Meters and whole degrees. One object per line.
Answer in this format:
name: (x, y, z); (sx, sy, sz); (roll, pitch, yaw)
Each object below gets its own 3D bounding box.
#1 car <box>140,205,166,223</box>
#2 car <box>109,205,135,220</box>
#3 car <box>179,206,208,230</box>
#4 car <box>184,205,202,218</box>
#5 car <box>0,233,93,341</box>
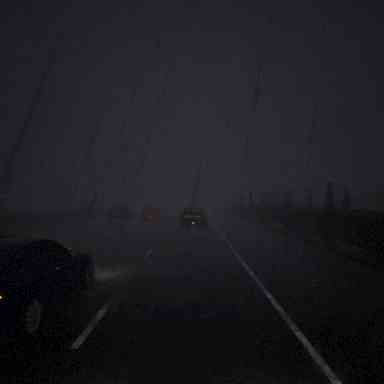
car: (-3.400, 1.902, 29.701); (1.882, 1.535, 5.008); (0, -1, 0)
car: (-6.900, 1.996, 33.089); (2.128, 1.511, 4.902); (0, -2, 0)
car: (0.096, 1.825, 23.686); (2.128, 1.511, 4.902); (0, -1, 0)
car: (0.101, 2.300, 38.828); (2.033, 1.411, 5.357); (0, -3, 0)
car: (-3.400, 1.620, 6.532); (1.812, 1.442, 4.674); (0, -1, 0)
